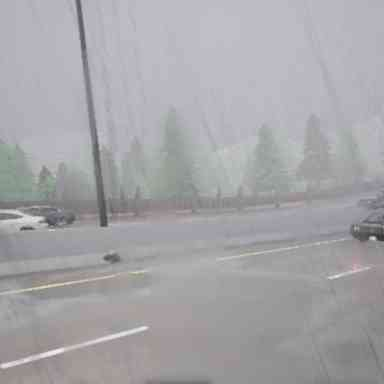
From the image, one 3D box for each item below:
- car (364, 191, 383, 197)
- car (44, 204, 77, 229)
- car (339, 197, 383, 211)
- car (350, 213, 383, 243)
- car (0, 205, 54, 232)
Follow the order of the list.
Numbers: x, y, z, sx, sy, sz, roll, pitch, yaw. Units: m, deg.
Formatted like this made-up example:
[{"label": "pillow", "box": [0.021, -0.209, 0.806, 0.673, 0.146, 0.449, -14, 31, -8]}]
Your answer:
[{"label": "car", "box": [23.345, 0.647, 42.089, 5.357, 1.411, 2.033, -5, 3, -35]}, {"label": "car", "box": [-9.160, 1.478, 18.951, 4.902, 1.511, 2.128, 0, 0, -35]}, {"label": "car", "box": [14.026, 1.417, 26.886, 5.357, 1.411, 2.033, -1, 1, -35]}, {"label": "car", "box": [8.952, 1.536, 14.432, 4.718, 1.301, 1.895, 0, 0, -36]}, {"label": "car", "box": [-8.934, 1.521, 14.814, 4.674, 1.442, 1.812, 0, 0, -35]}]
